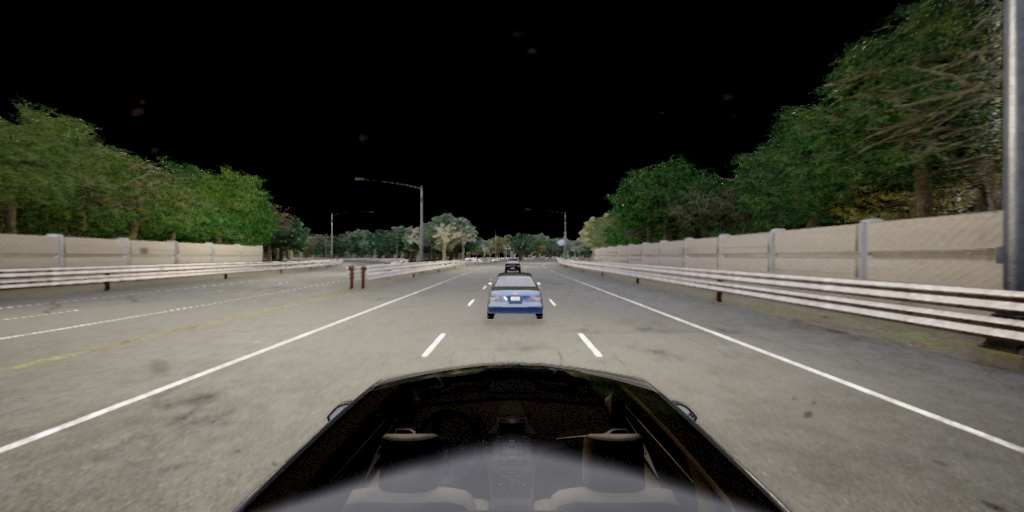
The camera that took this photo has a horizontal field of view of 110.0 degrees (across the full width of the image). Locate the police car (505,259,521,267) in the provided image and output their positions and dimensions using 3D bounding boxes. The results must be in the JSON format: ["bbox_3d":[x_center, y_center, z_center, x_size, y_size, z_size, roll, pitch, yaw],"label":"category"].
[{"bbox_3d":[0.113,1.189,43.905,1.930,1.638,5.238,0,0,0],"label":"police car"}]

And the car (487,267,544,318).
[{"bbox_3d":[0.097,1.299,13.021,2.033,1.411,5.357,0,0,0],"label":"car"}]
